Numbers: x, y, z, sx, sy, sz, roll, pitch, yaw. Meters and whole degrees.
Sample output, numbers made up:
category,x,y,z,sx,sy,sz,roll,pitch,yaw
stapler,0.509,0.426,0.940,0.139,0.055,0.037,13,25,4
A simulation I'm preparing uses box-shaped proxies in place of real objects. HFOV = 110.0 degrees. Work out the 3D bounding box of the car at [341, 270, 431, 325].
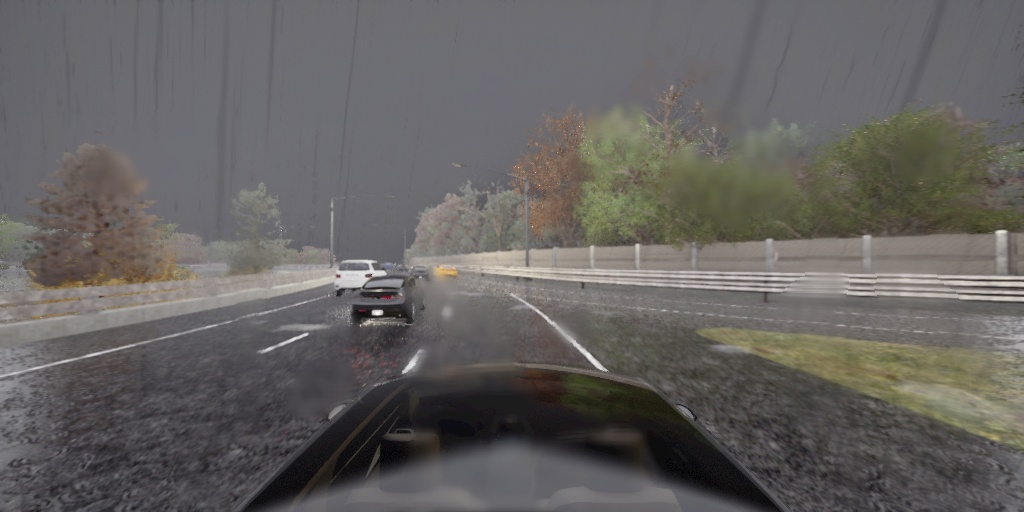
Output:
category,x,y,z,sx,sy,sz,roll,pitch,yaw
car,-4.164,1.422,12.771,1.837,1.490,4.892,0,-1,-7

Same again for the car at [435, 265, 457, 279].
category,x,y,z,sx,sy,sz,roll,pitch,yaw
car,-7.638,1.801,41.478,1.882,1.535,5.008,0,-1,-20

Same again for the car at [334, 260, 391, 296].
category,x,y,z,sx,sy,sz,roll,pitch,yaw
car,-9.108,1.284,21.999,2.150,2.045,5.566,0,-1,-11

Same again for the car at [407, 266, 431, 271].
category,x,y,z,sx,sy,sz,roll,pitch,yaw
car,-8.964,1.745,35.010,1.837,1.490,4.892,0,-1,-17
